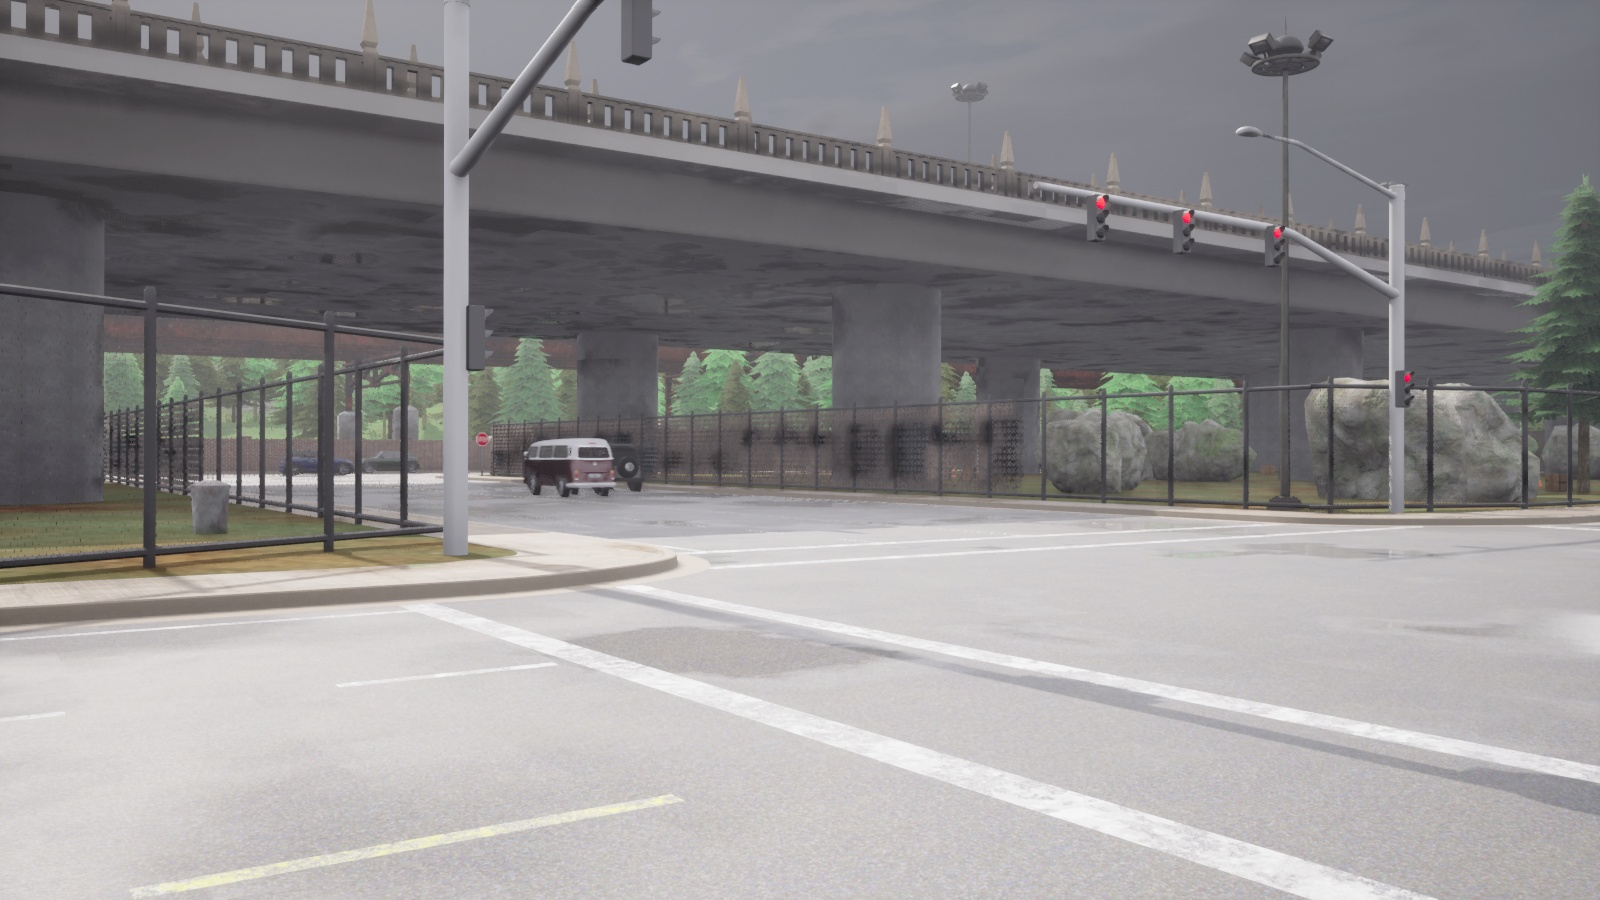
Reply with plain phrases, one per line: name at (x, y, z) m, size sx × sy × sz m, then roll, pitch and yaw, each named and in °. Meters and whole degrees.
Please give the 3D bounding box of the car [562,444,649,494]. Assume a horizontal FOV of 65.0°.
car at (-7.760, 0.735, 49.979) m, size 1.905 × 1.878 × 3.866 m, roll 0°, pitch 0°, yaw -35°

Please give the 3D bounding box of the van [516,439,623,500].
van at (-8.233, 0.650, 44.551) m, size 2.069 × 2.038 × 4.480 m, roll 0°, pitch 0°, yaw -35°

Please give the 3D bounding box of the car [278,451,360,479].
car at (-30.869, 0.921, 80.618) m, size 4.553 × 1.767 × 2.097 m, roll 0°, pitch 0°, yaw -34°

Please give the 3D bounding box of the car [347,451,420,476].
car at (-29.739, 0.941, 89.801) m, size 4.553 × 1.767 × 2.097 m, roll 0°, pitch 0°, yaw -34°
